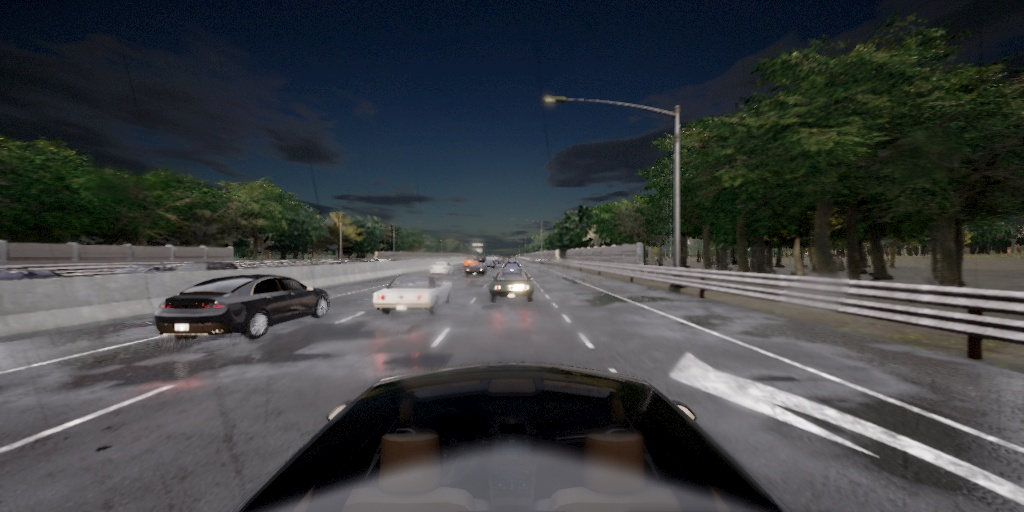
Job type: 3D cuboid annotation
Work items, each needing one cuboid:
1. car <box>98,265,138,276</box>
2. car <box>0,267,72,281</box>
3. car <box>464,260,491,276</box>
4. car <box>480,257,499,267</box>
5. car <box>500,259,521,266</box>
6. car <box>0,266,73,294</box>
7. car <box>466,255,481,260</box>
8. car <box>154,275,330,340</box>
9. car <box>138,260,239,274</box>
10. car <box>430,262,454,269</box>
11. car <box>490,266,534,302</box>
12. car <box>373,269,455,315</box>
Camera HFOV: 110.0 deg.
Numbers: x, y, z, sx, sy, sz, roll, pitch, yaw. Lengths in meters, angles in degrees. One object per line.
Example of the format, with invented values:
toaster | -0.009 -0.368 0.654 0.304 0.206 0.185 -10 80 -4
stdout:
car | -21.085 1.248 20.583 2.128 1.511 4.902 0 0 0
car | -24.592 1.358 17.780 1.895 1.301 4.718 0 0 0
car | -3.496 1.348 36.111 1.895 1.301 4.718 0 0 0
car | -3.495 1.255 56.163 2.033 1.411 5.357 0 0 0
car | 0.004 1.311 36.091 1.994 1.385 4.181 0 0 0
car | -28.087 1.304 19.446 2.033 1.411 5.357 0 0 0
car | -6.995 1.046 62.101 2.097 1.767 4.553 0 0 0
car | -6.998 1.263 10.021 1.837 1.490 4.892 0 0 0
car | -17.585 1.110 20.270 2.097 1.767 4.553 0 0 0
car | -6.997 1.272 36.103 1.812 1.442 4.674 0 0 0
car | 0.003 1.360 17.222 1.895 1.301 4.718 0 0 0
car | -3.497 1.360 13.625 1.895 1.301 4.718 0 0 0
